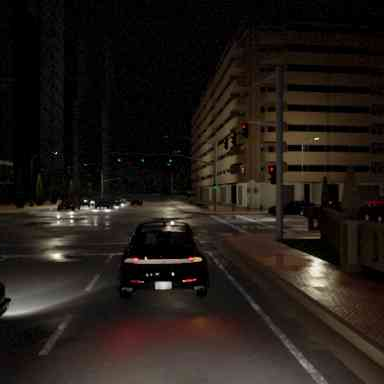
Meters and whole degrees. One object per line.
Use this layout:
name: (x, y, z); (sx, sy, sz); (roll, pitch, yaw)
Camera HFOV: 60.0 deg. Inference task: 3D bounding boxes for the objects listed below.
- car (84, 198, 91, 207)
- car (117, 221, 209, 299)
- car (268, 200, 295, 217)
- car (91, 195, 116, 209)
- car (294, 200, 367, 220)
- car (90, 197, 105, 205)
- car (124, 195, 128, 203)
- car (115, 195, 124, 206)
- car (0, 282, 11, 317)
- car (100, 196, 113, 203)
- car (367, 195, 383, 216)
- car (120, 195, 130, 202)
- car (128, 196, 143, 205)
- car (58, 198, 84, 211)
car: (-15.881, 1.538, 49.939); (2.033, 1.411, 5.357); (0, 0, -6)
car: (-0.709, 1.490, 8.485); (2.128, 1.511, 4.902); (0, 0, -4)
car: (9.706, 1.528, 31.381); (5.008, 1.535, 1.882); (0, 0, -7)
car: (-11.789, 1.518, 44.779); (1.812, 1.442, 4.674); (0, 0, -5)
car: (11.635, 1.542, 28.079); (4.902, 1.511, 2.128); (0, 0, -6)
car: (-16.903, 1.590, 59.599); (1.895, 1.301, 4.718); (0, 0, -6)
car: (-13.812, 1.589, 63.779); (1.895, 1.301, 4.718); (0, 0, -6)
car: (-12.771, 1.342, 53.774); (2.097, 1.767, 4.553); (0, 0, -6)
car: (-3.774, 1.547, 3.040); (2.033, 1.411, 5.357); (0, 0, -4)
car: (-17.930, 1.539, 69.645); (1.994, 1.385, 4.181); (0, 0, -6)
car: (19.564, 1.272, 32.507); (5.566, 2.045, 2.150); (0, 0, -6)
car: (-14.891, 1.480, 74.073); (1.837, 1.490, 4.892); (0, 0, -6)
car: (-9.394, 1.591, 56.786); (1.895, 1.301, 4.718); (0, 0, -6)
car: (-14.847, 1.518, 40.405); (1.812, 1.442, 4.674); (0, 0, -6)
